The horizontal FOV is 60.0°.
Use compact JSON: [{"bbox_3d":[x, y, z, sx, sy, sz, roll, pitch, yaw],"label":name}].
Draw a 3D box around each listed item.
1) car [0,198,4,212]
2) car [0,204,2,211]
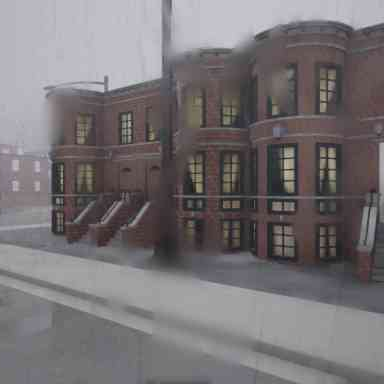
[{"bbox_3d":[-23.307,1.490,35.861,2.128,1.511,4.902,0,0,36],"label":"car"},{"bbox_3d":[-21.549,1.548,32.296,2.033,1.411,5.357,0,0,35],"label":"car"}]
